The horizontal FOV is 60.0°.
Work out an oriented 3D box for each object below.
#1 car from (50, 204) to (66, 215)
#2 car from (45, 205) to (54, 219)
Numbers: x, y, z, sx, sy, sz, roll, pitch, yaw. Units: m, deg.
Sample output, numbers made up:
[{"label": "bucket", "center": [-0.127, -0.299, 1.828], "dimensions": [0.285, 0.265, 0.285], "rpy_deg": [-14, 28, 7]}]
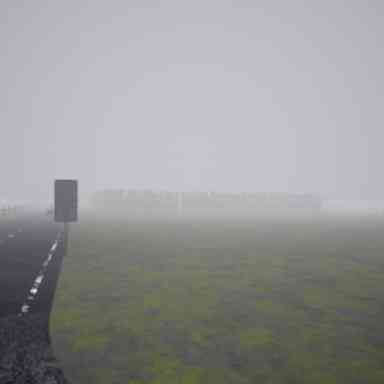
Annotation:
[{"label": "car", "center": [-19.512, 2.540, 48.672], "dimensions": [1.882, 1.535, 5.008], "rpy_deg": [1, -1, -19]}, {"label": "car", "center": [-16.082, 2.338, 39.011], "dimensions": [2.128, 1.511, 4.902], "rpy_deg": [1, -1, -19]}]
